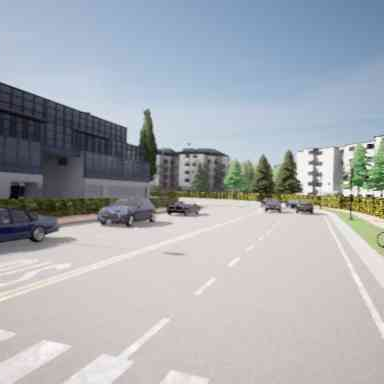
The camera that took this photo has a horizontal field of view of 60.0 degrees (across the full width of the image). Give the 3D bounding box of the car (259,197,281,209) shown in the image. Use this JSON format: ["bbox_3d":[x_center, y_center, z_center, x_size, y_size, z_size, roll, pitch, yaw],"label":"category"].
[{"bbox_3d":[11.527,1.632,49.685,2.128,1.511,4.902,2,0,0],"label":"car"}]

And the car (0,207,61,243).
[{"bbox_3d":[-7.443,1.288,12.477,2.033,1.411,5.357,2,0,22],"label":"car"}]

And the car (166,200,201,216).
[{"bbox_3d":[-0.712,1.463,30.950,1.895,1.301,4.718,2,0,20],"label":"car"}]

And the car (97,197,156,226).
[{"bbox_3d":[-4.097,1.153,21.577,2.097,1.767,4.553,2,0,20],"label":"car"}]

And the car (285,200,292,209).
[{"bbox_3d":[14.977,1.842,48.881,1.895,1.301,4.718,2,0,4],"label":"car"}]

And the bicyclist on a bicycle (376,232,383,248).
[{"bbox_3d":[8.296,1.486,13.272,1.656,1.620,0.582,1,0,20],"label":"bicyclist on a bicycle"}]

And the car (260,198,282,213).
[{"bbox_3d":[9.739,1.673,39.824,2.033,1.411,5.357,2,0,16],"label":"car"}]

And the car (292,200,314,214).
[{"bbox_3d":[12.954,1.714,38.399,2.128,1.511,4.902,2,0,16],"label":"car"}]
